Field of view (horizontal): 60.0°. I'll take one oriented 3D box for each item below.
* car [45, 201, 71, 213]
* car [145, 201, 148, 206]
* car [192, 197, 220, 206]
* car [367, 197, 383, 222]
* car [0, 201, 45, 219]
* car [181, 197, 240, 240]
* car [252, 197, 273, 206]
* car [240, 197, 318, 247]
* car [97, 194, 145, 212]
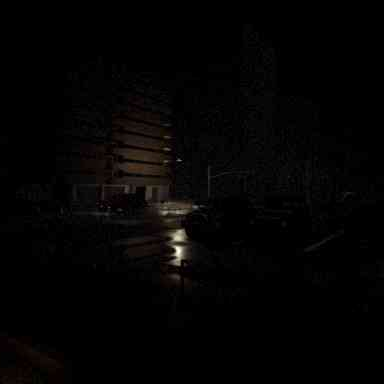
[{"bbox_3d":[-15.364,1.600,35.121,1.895,1.301,4.718,0,0,34],"label":"car"},{"bbox_3d":[-8.321,1.546,45.607,2.033,1.411,5.357,0,0,34],"label":"car"},{"bbox_3d":[2.355,1.547,55.076,2.033,1.411,5.357,0,0,34],"label":"car"},{"bbox_3d":[15.898,1.395,27.316,1.970,1.475,3.806,0,0,34],"label":"car"},{"bbox_3d":[-15.447,1.563,28.718,1.994,1.385,4.181,0,0,34],"label":"car"},{"bbox_3d":[1.507,1.153,16.027,1.932,1.855,4.605,0,0,34],"label":"car"},{"bbox_3d":[12.051,1.525,56.779,1.812,1.442,4.674,0,0,34],"label":"car"},{"bbox_3d":[3.874,1.156,14.361,1.905,1.878,3.866,0,0,34],"label":"car"},{"bbox_3d":[-8.509,1.220,39.071,2.150,2.045,5.566,0,0,33],"label":"car"}]
